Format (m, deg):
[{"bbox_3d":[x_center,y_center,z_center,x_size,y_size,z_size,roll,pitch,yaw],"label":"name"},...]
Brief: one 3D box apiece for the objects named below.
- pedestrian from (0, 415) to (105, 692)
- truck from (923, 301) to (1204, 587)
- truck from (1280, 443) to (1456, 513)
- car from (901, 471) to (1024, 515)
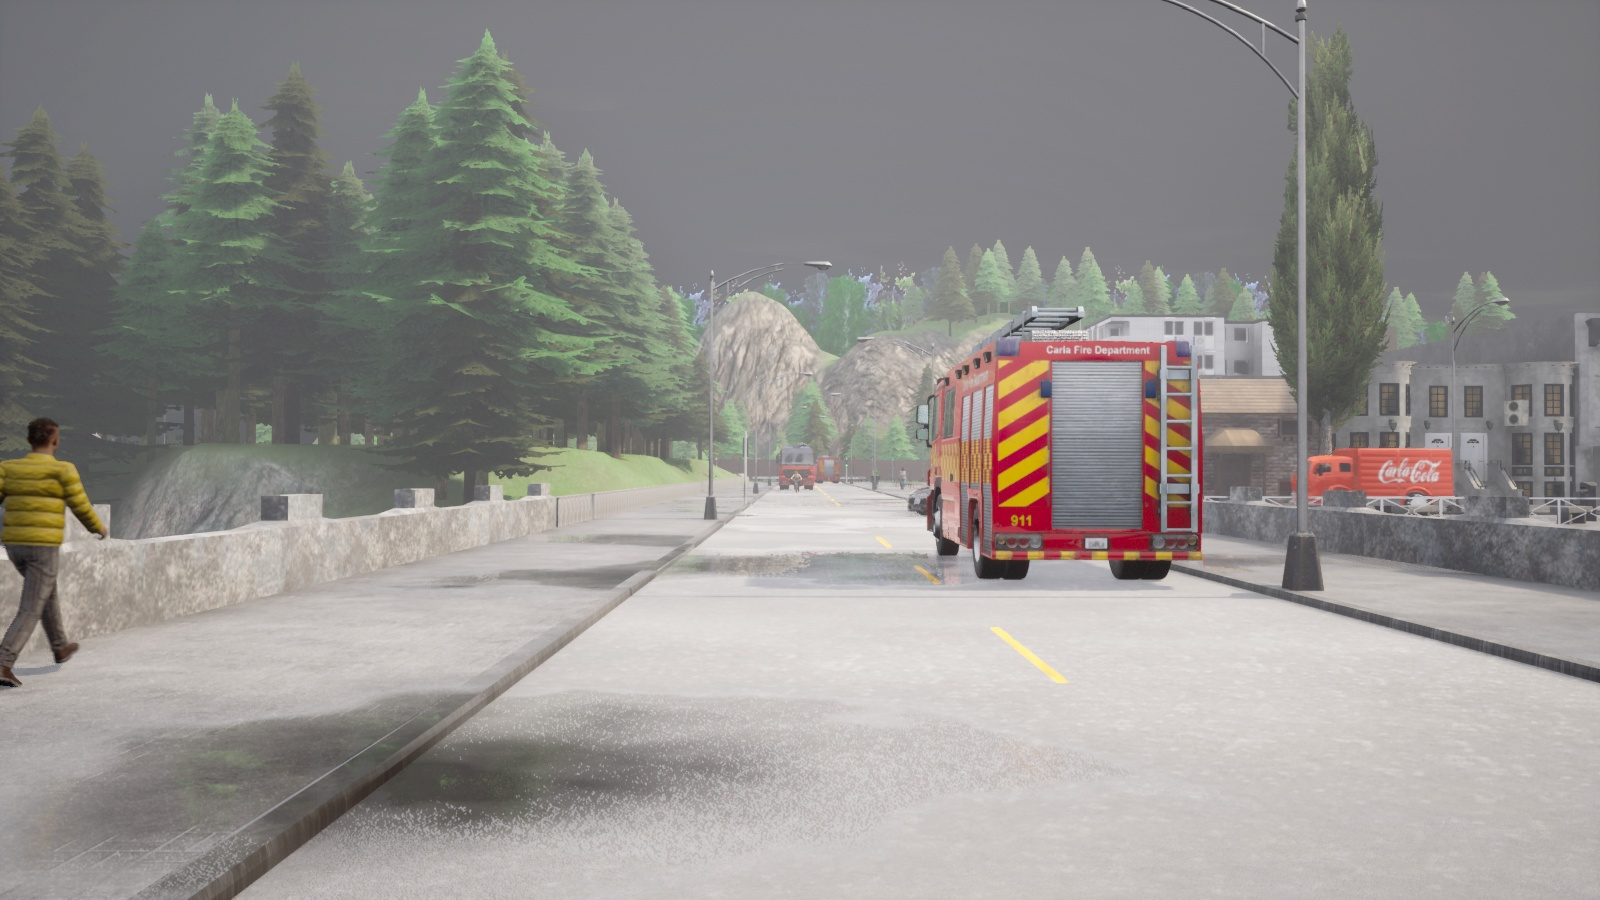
[{"bbox_3d":[-5.241,0.691,8.701,0.431,1.840,0.709,0,-1,3],"label":"pedestrian"},{"bbox_3d":[3.942,-0.013,21.061,2.891,3.827,8.468,0,-1,0],"label":"truck"},{"bbox_3d":[20.615,1.010,45.767,5.204,2.467,2.627,0,-1,0],"label":"truck"},{"bbox_3d":[5.700,1.496,44.165,3.806,1.475,1.970,0,-1,-23],"label":"car"}]
